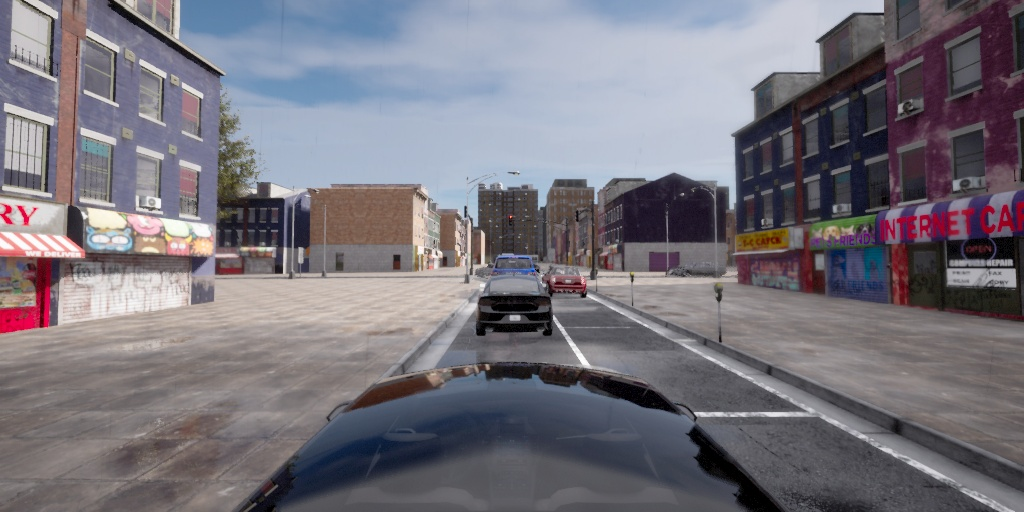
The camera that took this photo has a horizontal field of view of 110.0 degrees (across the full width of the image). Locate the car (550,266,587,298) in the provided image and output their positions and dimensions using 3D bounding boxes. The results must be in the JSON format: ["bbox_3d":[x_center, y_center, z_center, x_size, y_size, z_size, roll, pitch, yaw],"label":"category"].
[{"bbox_3d":[2.616,1.210,18.755,1.967,1.591,4.097,0,0,0],"label":"car"}]

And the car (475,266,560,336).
[{"bbox_3d":[0.036,1.235,10.496,1.882,1.535,5.008,0,0,-1],"label":"car"}]

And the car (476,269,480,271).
[{"bbox_3d":[-1.402,1.390,33.678,4.181,1.385,1.994,0,-2,0],"label":"car"}]

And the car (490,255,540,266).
[{"bbox_3d":[0.069,0.991,18.068,2.150,2.045,5.566,0,0,0],"label":"car"}]

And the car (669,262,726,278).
[{"bbox_3d":[17.336,1.312,33.585,4.902,1.511,2.128,0,-2,0],"label":"car"}]
